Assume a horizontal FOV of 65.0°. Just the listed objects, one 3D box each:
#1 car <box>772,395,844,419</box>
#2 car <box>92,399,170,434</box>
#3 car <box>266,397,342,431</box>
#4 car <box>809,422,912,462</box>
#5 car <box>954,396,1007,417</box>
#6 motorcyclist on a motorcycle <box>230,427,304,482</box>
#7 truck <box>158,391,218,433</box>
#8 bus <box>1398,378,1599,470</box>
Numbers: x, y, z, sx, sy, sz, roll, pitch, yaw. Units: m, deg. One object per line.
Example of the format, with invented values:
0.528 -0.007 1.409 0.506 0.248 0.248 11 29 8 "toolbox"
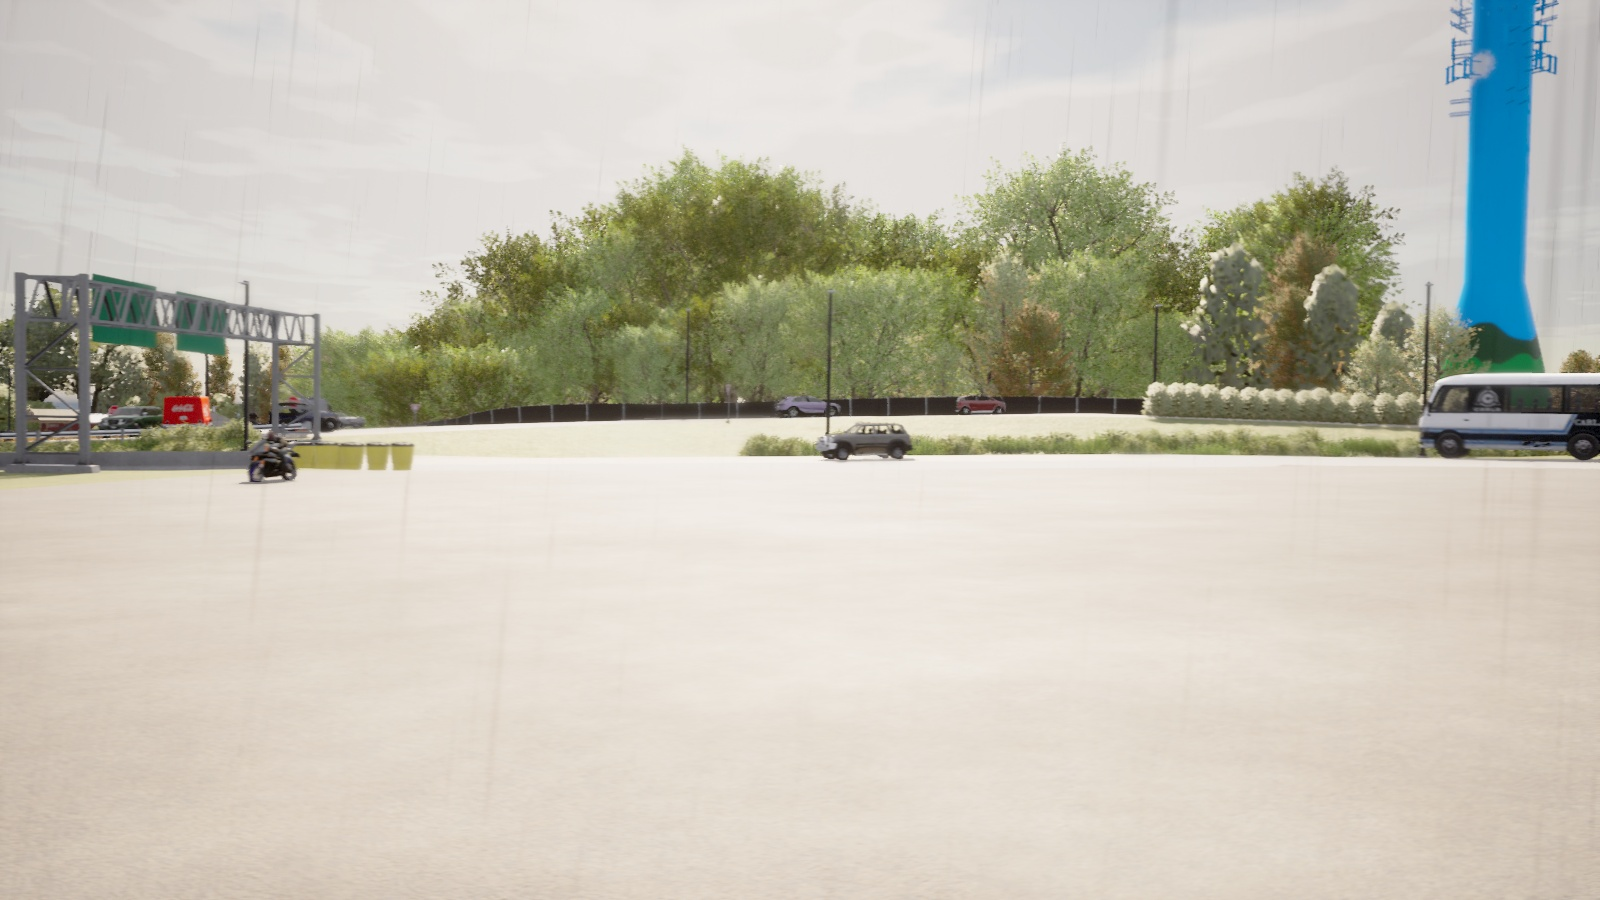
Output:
0.588 -3.151 91.986 4.856 1.649 2.033 -1 2 -15 "car"
-42.456 -2.084 79.863 2.150 2.045 5.566 -2 1 -3 "car"
-29.297 -2.150 74.188 3.866 1.878 1.905 -2 3 -32 "car"
2.916 -0.419 60.680 4.605 1.855 1.932 -1 2 -20 "car"
13.410 -3.232 93.318 3.705 1.549 1.789 -1 2 0 "car"
-15.507 0.106 36.571 0.866 1.530 2.191 2 2 12 "motorcyclist on a motorcycle"
-38.746 -2.408 79.677 2.627 2.467 5.204 -2 2 -18 "truck"
35.344 -1.328 61.563 10.273 4.253 3.944 2 2 35 "bus"
